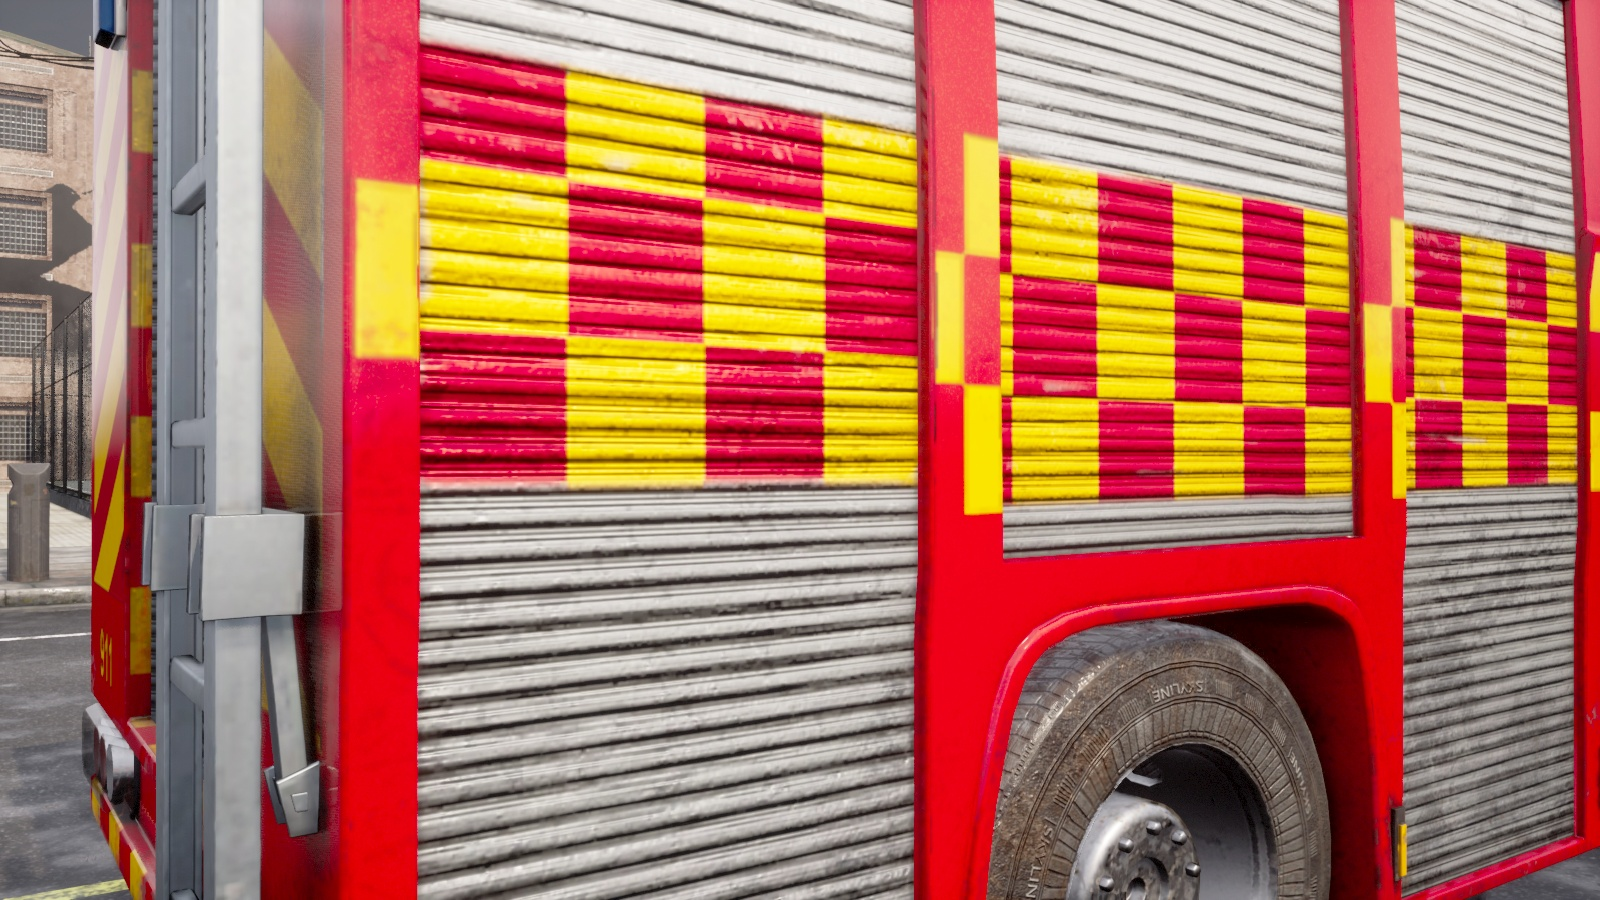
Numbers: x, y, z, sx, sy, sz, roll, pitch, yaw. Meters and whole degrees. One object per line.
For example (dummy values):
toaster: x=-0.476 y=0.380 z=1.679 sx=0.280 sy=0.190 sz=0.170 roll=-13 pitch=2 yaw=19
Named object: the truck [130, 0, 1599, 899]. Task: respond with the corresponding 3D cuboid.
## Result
truck: x=2.187 y=-0.412 z=5.195 sx=8.468 sy=3.827 sz=2.891 roll=0 pitch=0 yaw=-35
